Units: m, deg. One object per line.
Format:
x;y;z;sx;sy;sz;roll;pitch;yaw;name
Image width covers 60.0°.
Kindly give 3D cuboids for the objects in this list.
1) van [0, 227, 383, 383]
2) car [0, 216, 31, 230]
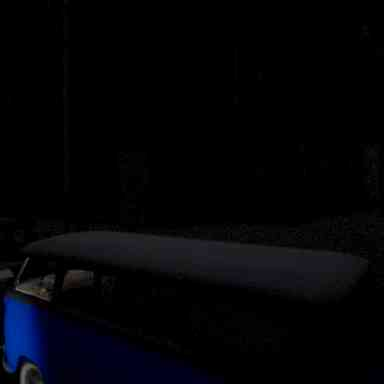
-0.271;1.360;3.276;3.998;1.788;1.690;-1;0;36;van
-4.862;1.383;6.554;5.009;1.841;2.192;-1;0;36;car
